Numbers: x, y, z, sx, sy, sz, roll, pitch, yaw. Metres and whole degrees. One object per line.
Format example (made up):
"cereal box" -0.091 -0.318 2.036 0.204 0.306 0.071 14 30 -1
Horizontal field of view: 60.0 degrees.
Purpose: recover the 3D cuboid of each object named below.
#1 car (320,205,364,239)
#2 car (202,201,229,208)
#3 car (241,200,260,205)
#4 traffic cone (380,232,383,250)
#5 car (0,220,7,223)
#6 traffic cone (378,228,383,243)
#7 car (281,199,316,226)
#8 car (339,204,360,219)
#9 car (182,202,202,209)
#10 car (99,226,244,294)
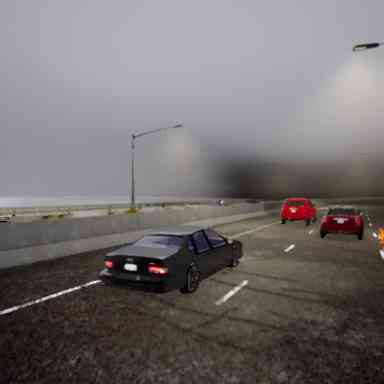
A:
"car" 8.699 1.590 19.216 2.097 1.767 4.553 0 -1 27
"car" 3.834 2.058 48.814 2.128 1.511 4.902 0 -1 27
"car" 9.015 1.954 51.242 2.097 1.767 4.553 0 -1 27
"traffic cone" 8.270 2.134 14.089 0.340 0.580 0.340 0 -1 26
"car" -9.993 1.641 13.512 1.837 1.490 4.892 0 -1 26
"traffic cone" 9.158 2.157 15.881 0.340 0.580 0.340 0 -1 26
"car" 8.767 1.551 27.165 2.150 2.045 5.566 0 -1 27
"car" 16.808 2.037 35.304 1.895 1.301 4.718 0 -1 27
"car" 0.355 2.171 49.697 1.895 1.301 4.718 0 -1 27
"car" -0.176 1.654 9.229 2.033 1.411 5.357 0 -1 26
